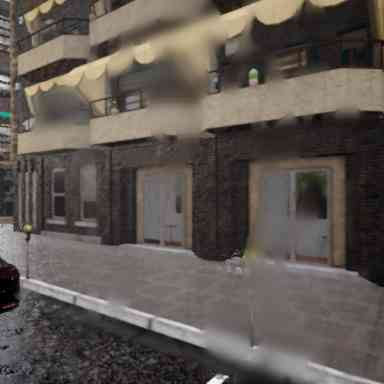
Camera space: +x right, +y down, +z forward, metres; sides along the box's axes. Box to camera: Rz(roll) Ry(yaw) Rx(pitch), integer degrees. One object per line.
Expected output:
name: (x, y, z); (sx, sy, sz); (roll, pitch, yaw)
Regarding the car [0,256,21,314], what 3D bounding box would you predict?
car: (-4.916, 1.512, 6.237); (4.313, 1.339, 1.947); (0, 0, 36)
